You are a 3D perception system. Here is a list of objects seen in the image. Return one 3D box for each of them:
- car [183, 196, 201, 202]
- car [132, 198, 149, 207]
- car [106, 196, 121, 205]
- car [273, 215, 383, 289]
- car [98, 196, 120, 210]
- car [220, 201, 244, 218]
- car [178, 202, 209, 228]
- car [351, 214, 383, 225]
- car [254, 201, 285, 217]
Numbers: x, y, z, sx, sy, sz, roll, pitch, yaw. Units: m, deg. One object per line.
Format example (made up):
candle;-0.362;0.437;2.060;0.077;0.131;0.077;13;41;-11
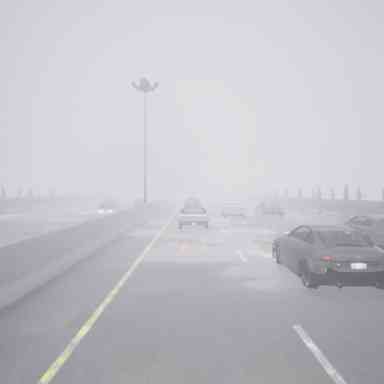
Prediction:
car;0.042;1.353;40.613;2.097;1.767;4.553;0;0;-1
car;-7.234;1.548;47.701;2.033;1.411;5.357;0;0;-1
car;-14.580;1.536;61.930;1.812;1.442;4.674;0;0;-1
car;3.599;1.564;9.186;1.994;1.385;4.181;0;0;0
car;-10.665;1.565;42.722;1.994;1.385;4.181;0;0;-1
car;3.581;1.527;30.036;1.812;1.442;4.674;0;0;0
car;0.097;1.601;22.092;1.895;1.301;4.718;0;0;0
car;7.099;1.565;13.035;1.994;1.385;4.181;0;0;0
car;7.095;1.549;30.817;2.033;1.411;5.357;0;0;0
